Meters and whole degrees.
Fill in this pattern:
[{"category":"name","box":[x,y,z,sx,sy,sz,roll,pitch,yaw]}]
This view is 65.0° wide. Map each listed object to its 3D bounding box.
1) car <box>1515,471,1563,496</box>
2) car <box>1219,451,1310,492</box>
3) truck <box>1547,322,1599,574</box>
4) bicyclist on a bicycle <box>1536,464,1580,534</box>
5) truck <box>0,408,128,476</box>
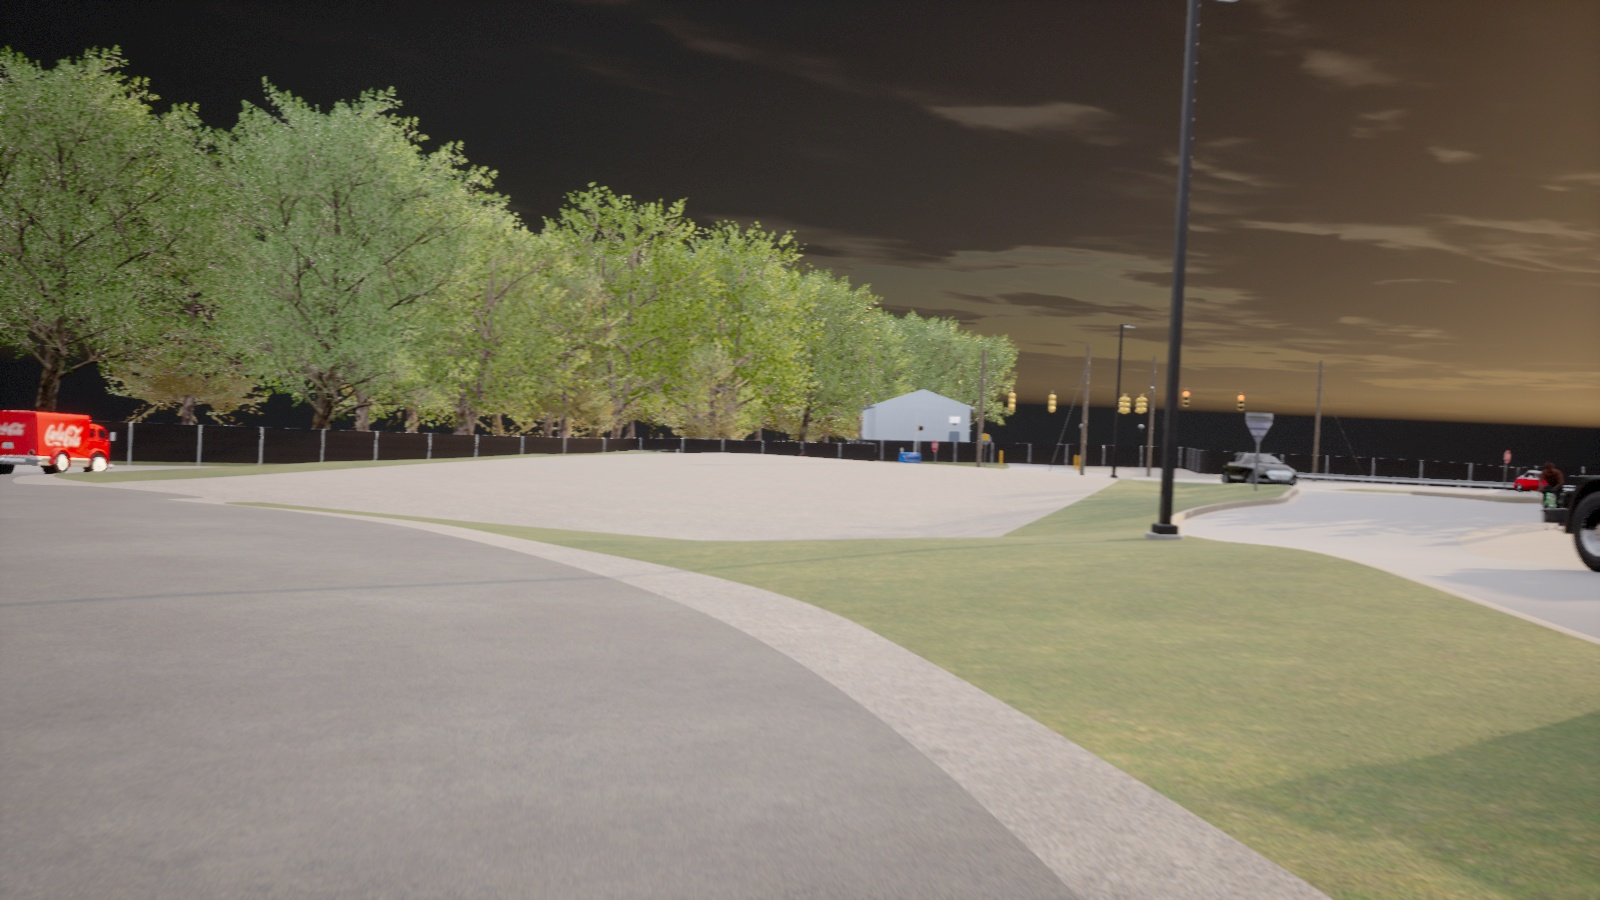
[{"category":"car","box":[45.942,2.073,78.084,1.481,1.376,2.207,0,2,-41]},{"category":"car","box":[20.786,0.966,56.424,2.033,1.649,4.856,2,-1,-3]},{"category":"truck","box":[12.700,-0.029,14.429,2.891,3.462,7.936,1,-1,-6]},{"category":"bicyclist on a bicycle","box":[18.098,1.151,29.959,0.582,1.620,1.656,0,0,42]},{"category":"truck","box":[-29.336,-0.255,49.450,2.627,2.467,5.204,2,-1,3]}]
